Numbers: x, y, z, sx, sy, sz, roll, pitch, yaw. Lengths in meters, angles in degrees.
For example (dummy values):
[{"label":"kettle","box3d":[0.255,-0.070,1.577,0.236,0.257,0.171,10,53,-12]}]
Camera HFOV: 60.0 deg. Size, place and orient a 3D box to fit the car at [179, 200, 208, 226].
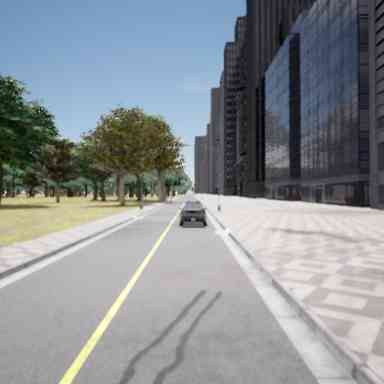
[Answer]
[{"label":"car","box3d":[0.087,1.560,24.217,1.837,1.490,4.892,0,0,0]}]
